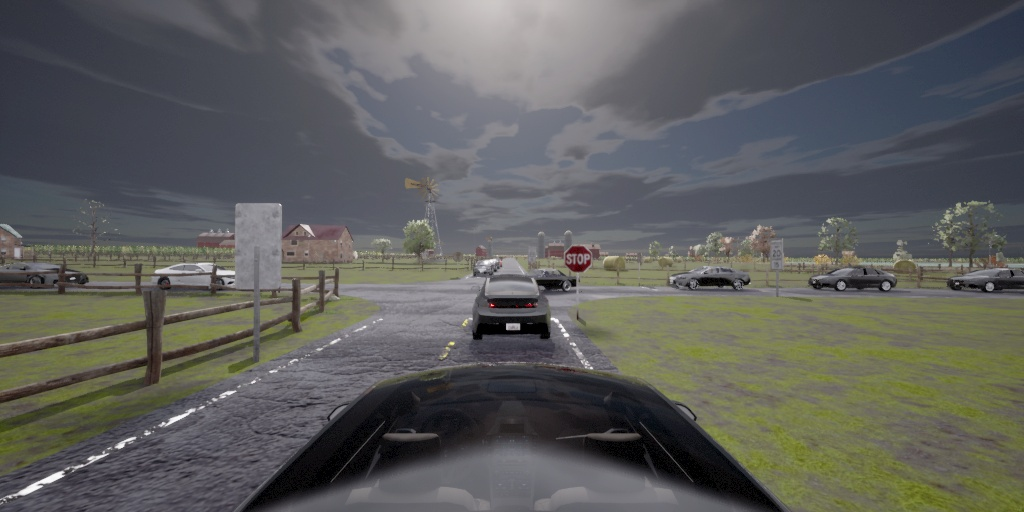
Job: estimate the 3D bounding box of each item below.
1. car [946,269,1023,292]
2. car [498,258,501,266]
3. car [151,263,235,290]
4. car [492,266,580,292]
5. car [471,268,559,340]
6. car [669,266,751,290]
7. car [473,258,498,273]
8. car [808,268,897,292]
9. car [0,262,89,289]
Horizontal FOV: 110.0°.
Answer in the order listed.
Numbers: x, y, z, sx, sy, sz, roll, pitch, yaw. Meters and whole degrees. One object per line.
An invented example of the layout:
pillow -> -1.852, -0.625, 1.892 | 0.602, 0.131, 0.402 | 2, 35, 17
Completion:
car -> 31.696, 1.587, 23.606 | 4.892, 1.490, 1.837 | 1, -1, -1
car -> -2.865, 1.241, 46.162 | 2.128, 1.511, 4.902 | 0, 0, 0
car -> -17.249, 1.104, 19.982 | 4.674, 1.442, 1.812 | 1, -1, -1
car -> 1.494, 1.369, 20.077 | 4.718, 1.301, 1.895 | 1, 0, -35
car -> -0.076, 1.256, 10.031 | 1.837, 1.490, 4.892 | 0, 0, -2
car -> 12.792, 1.396, 23.309 | 4.902, 1.511, 2.128 | 1, -1, -2
car -> -2.870, 1.243, 36.717 | 2.128, 1.511, 4.902 | 0, 0, 0
car -> 22.194, 1.499, 23.483 | 4.892, 1.490, 1.837 | 1, -1, -1
car -> -26.369, 1.048, 19.858 | 4.181, 1.385, 1.994 | 1, -1, -1
